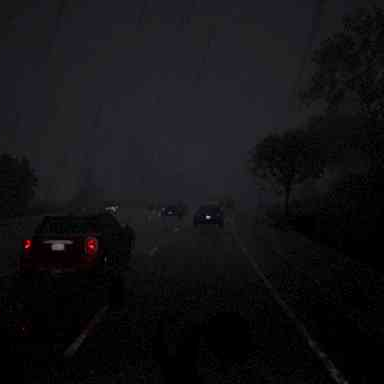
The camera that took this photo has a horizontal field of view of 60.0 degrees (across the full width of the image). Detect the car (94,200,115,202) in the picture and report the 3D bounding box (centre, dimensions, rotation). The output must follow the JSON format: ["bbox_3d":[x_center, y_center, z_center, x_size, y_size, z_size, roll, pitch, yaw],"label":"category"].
[{"bbox_3d":[-8.498,1.500,31.575,1.837,1.490,4.892,0,0,9],"label":"car"}]

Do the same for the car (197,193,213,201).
[{"bbox_3d":[3.022,1.233,71.496,2.150,2.045,5.566,0,0,22],"label":"car"}]

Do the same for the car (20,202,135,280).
[{"bbox_3d":[-3.159,1.352,10.156,2.097,1.767,4.553,0,0,2],"label":"car"}]

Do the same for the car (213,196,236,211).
[{"bbox_3d":[4.370,1.372,41.938,2.097,1.767,4.553,0,0,13],"label":"car"}]

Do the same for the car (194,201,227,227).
[{"bbox_3d":[1.237,1.573,23.178,1.994,1.385,4.181,0,0,6],"label":"car"}]

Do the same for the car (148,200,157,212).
[{"bbox_3d":[-3.683,1.566,38.777,1.994,1.385,4.181,0,0,11],"label":"car"}]

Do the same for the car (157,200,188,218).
[{"bbox_3d":[-1.491,1.532,29.816,1.812,1.442,4.674,0,0,8],"label":"car"}]
